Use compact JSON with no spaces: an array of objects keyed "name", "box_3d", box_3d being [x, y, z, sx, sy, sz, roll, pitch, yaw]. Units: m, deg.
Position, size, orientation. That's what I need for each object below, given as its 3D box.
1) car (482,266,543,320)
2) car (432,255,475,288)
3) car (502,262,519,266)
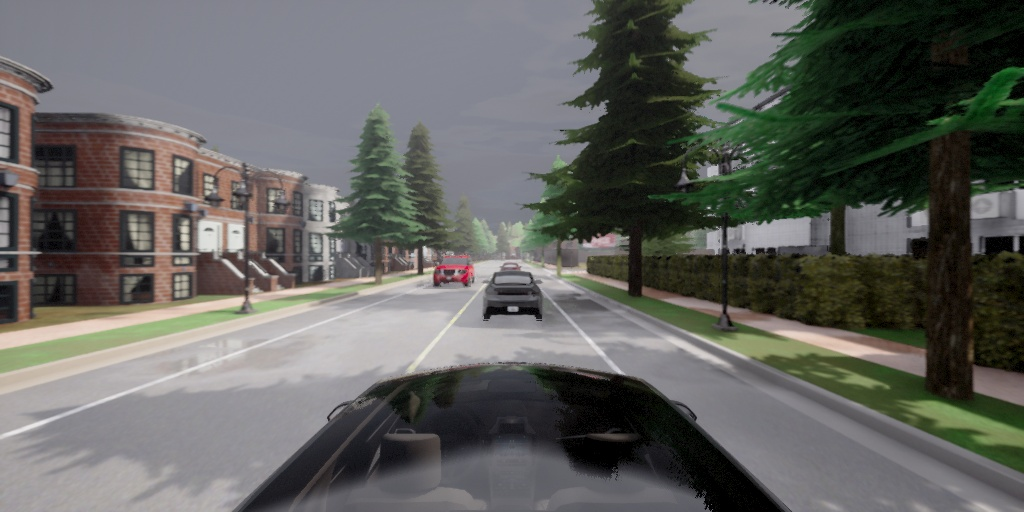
[{"name":"car","box_3d":[0.014,1.254,12.561,1.837,1.490,4.892,0,0,0]},{"name":"car","box_3d":[-3.723,0.962,23.920,2.150,2.045,5.566,0,0,0]},{"name":"car","box_3d":[-0.122,1.272,30.909,1.812,1.442,4.674,0,0,-1]}]
